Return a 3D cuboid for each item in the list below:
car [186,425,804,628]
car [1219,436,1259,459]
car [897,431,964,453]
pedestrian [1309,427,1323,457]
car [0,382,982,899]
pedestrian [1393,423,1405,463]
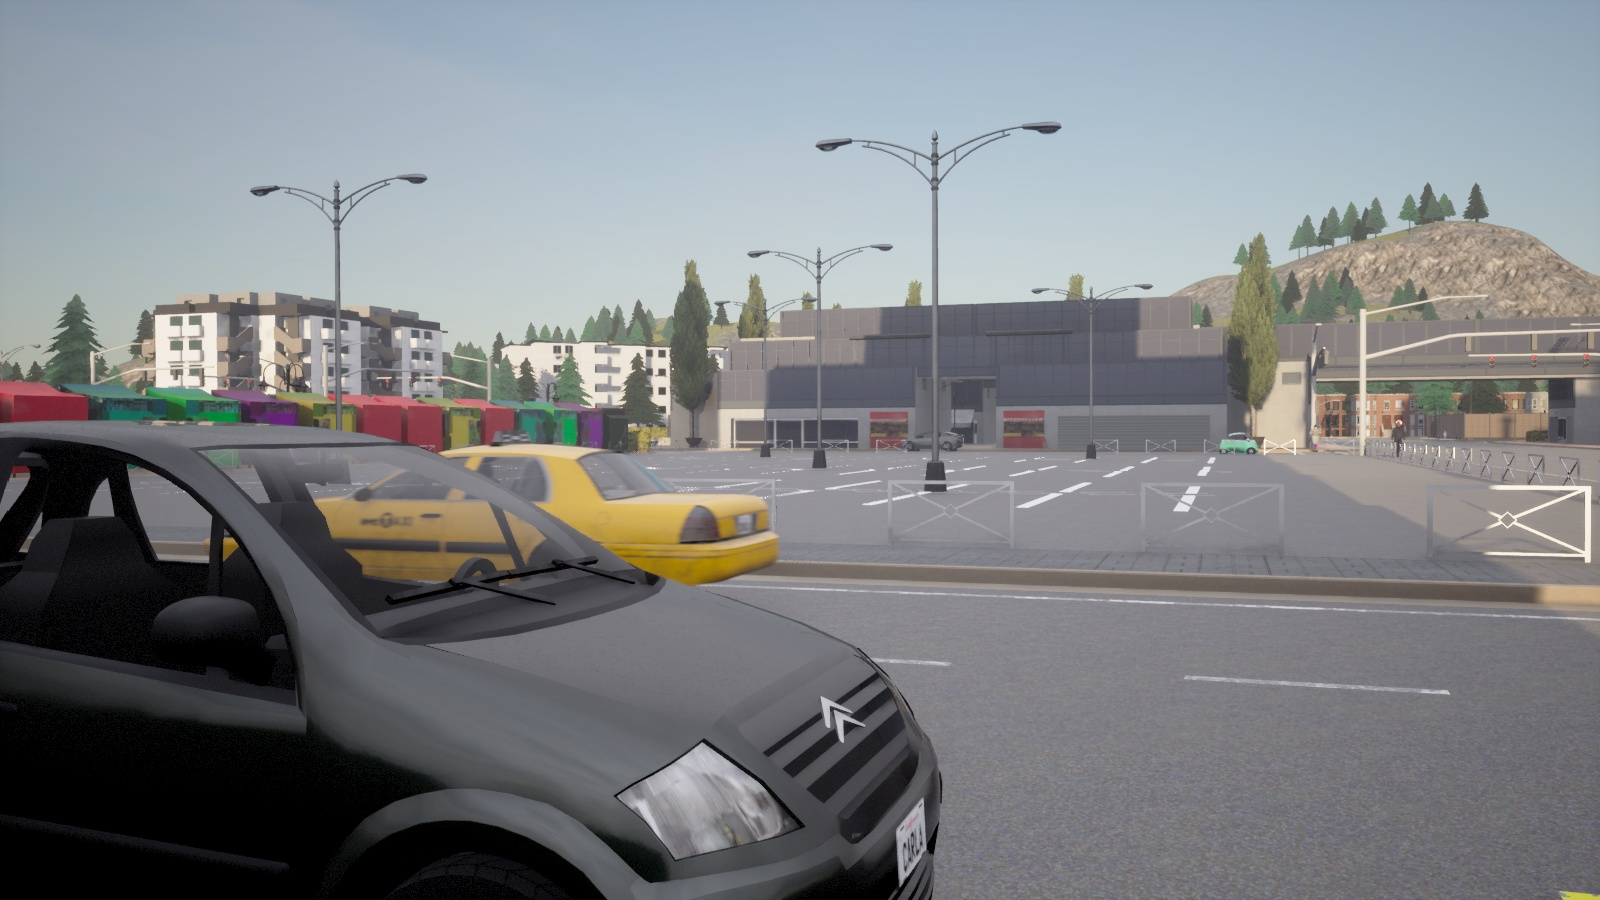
[{"bbox_3d":[-2.799,0.571,11.516,5.366,1.575,1.801,1,1,19],"label":"car"},{"bbox_3d":[25.909,-0.153,74.125,2.207,1.376,1.481,0,1,20],"label":"car"},{"bbox_3d":[9.508,-0.598,91.364,4.514,1.525,2.007,1,1,20],"label":"car"},{"bbox_3d":[34.358,-0.550,83.652,0.659,1.952,0.873,0,1,8],"label":"pedestrian"},{"bbox_3d":[-1.613,0.659,3.733,3.988,1.617,1.851,1,1,19],"label":"car"},{"bbox_3d":[29.527,-0.341,61.950,0.423,1.949,0.788,1,1,18],"label":"pedestrian"}]
